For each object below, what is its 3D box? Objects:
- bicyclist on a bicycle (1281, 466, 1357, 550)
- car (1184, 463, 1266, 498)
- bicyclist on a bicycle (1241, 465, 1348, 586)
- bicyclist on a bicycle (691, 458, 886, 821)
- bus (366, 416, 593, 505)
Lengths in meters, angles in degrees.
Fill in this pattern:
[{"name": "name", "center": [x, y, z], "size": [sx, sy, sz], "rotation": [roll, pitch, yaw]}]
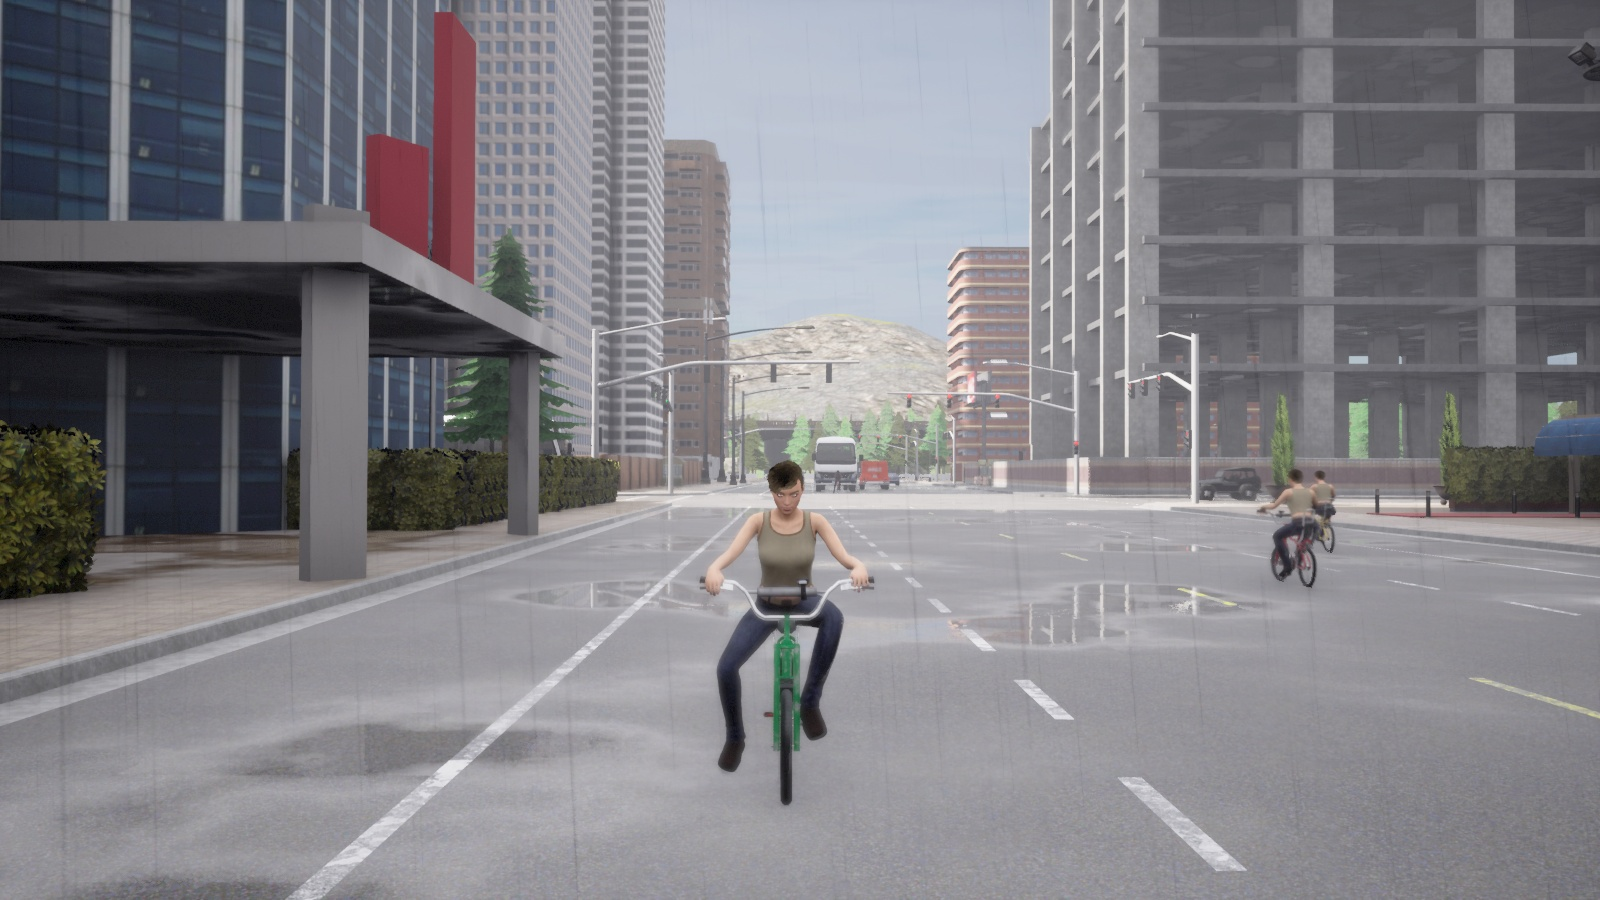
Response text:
[{"name": "bicyclist on a bicycle", "center": [10.303, 1.128, 24.981], "size": [0.866, 1.612, 1.509], "rotation": [0, -1, 0]}, {"name": "car", "center": [23.529, 1.681, 69.554], "size": [3.866, 1.878, 1.905], "rotation": [0, -1, 0]}, {"name": "bicyclist on a bicycle", "center": [6.867, 1.017, 17.508], "size": [0.866, 1.612, 1.509], "rotation": [0, -1, -1]}, {"name": "bicyclist on a bicycle", "center": [-0.061, 0.858, 6.372], "size": [0.866, 1.612, 1.509], "rotation": [0, -1, -1]}, {"name": "bus", "center": [-15.772, 0.549, 62.540], "size": [10.273, 4.253, 3.944], "rotation": [0, -1, 0]}]
